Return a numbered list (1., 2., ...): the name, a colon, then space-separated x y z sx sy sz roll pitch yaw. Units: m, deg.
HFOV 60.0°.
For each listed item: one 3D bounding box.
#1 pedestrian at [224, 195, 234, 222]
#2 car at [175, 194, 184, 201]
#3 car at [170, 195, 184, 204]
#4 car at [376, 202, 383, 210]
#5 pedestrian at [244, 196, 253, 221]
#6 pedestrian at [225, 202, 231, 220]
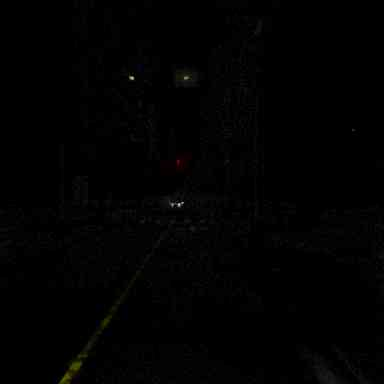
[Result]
1. pedestrian: 2.616 1.112 22.995 0.375 1.860 0.375 0 0 0
2. car: -2.996 1.378 78.562 1.882 1.535 5.008 0 0 0
3. car: -3.023 1.466 63.182 2.033 1.411 5.357 0 0 1
4. car: 24.778 1.459 40.063 4.902 1.511 2.128 0 0 0
5. pedestrian: 3.925 1.113 23.594 0.375 1.860 0.375 0 0 0
6. pedestrian: 2.597 1.391 24.197 0.375 1.300 0.375 0 0 0
